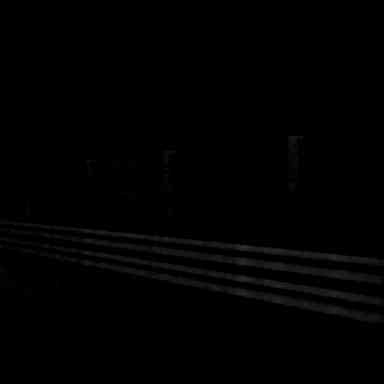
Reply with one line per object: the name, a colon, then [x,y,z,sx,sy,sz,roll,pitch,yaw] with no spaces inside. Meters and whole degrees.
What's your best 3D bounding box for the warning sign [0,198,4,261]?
warning sign: [-6.477,1.123,9.785,1.060,1.860,1.300,0,0,36]
